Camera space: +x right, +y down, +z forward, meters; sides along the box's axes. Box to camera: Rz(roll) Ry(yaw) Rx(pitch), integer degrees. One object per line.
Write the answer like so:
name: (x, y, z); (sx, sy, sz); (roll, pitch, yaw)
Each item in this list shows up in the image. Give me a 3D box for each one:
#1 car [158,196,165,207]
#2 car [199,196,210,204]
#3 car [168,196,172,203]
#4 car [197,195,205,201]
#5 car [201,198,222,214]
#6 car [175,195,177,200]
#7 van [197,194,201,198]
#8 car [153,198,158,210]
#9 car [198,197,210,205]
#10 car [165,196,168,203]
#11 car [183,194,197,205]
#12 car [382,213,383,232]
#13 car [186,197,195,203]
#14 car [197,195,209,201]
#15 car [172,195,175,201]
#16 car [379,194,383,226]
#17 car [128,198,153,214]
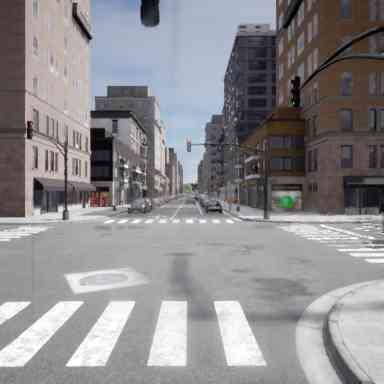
car: (-5.756, 1.650, 52.645); (1.802, 1.307, 4.206); (0, 0, 0)
car: (2.271, 1.639, 47.139); (1.802, 1.307, 4.206); (0, 0, 0)
car: (-5.764, 1.549, 69.178); (1.967, 1.590, 4.097); (0, 0, 0)
car: (2.253, 1.596, 85.714); (1.967, 1.590, 4.097); (0, 0, 0)
car: (2.276, 1.604, 36.116); (1.947, 1.339, 4.313); (0, 0, 0)
car: (-5.774, 1.716, 91.221); (1.887, 1.381, 4.507); (0, 0, 0)
van: (2.266, 1.421, 58.160); (1.690, 1.788, 3.998); (0, 0, 0)
car: (-5.751, 1.488, 41.624); (1.967, 1.590, 4.097); (0, 0, 0)
car: (2.263, 1.644, 63.671); (2.008, 1.369, 4.403); (0, 0, 0)
car: (-5.759, 1.631, 58.156); (2.008, 1.369, 4.403); (0, 0, 0)
car: (-0.273, 1.640, 63.250); (2.033, 1.411, 5.357); (0, 0, 0)
car: (11.029, 1.168, 13.942); (5.566, 2.045, 2.150); (0, 0, 0)
car: (-0.368, 1.717, 73.596); (1.895, 1.301, 4.718); (0, 0, 0)
car: (2.268, 1.634, 52.649); (1.947, 1.339, 4.313); (0, 0, 0)
car: (-5.769, 1.691, 80.199); (2.008, 1.369, 4.403); (0, 0, 0)
car: (15.023, 1.165, 20.665); (5.566, 2.045, 2.150); (0, 0, 0)
car: (-5.749, 1.478, 36.113); (1.967, 1.590, 4.097); (0, 0, 0)
